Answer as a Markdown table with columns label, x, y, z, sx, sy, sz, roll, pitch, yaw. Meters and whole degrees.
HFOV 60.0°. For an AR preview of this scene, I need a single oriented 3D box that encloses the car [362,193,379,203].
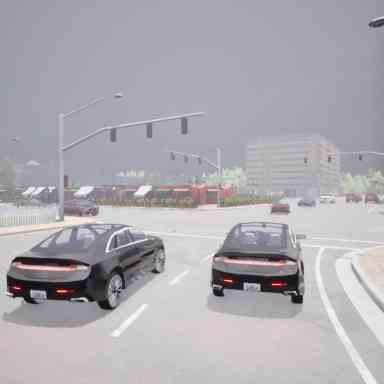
| label | x | y | z | sx | sy | sz | roll | pitch | yaw |
| --- | --- | --- | --- | --- | --- | --- | --- | --- | --- |
| car | 36.783 | 1.225 | 68.284 | 2.150 | 2.045 | 5.566 | 0 | 0 | 32 |

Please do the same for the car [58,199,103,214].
| label | x | y | z | sx | sy | sz | roll | pitch | yaw |
| --- | --- | --- | --- | --- | --- | --- | --- | --- | --- |
| car | -12.635 | 1.547 | 37.527 | 4.902 | 1.511 | 2.128 | 0 | 0 | 32 |

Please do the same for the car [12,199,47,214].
| label | x | y | z | sx | sy | sz | roll | pitch | yaw |
| --- | --- | --- | --- | --- | --- | --- | --- | --- | --- |
| car | -18.187 | 1.619 | 36.866 | 4.181 | 1.385 | 1.994 | 0 | 0 | 32 |

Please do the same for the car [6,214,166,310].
| label | x | y | z | sx | sy | sz | roll | pitch | yaw |
| --- | --- | --- | --- | --- | --- | --- | --- | --- | --- |
| car | -2.053 | 1.492 | 7.909 | 2.128 | 1.511 | 4.902 | 0 | 0 | 12 |

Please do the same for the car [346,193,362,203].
| label | x | y | z | sx | sy | sz | roll | pitch | yaw |
| --- | --- | --- | --- | --- | --- | --- | --- | --- | --- |
| car | 33.993 | 1.225 | 70.429 | 2.150 | 2.045 | 5.566 | 0 | 0 | 32 |

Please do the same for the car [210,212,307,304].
| label | x | y | z | sx | sy | sz | roll | pitch | yaw |
| --- | --- | --- | --- | --- | --- | --- | --- | --- | --- |
| car | 1.764 | 1.492 | 8.294 | 2.128 | 1.511 | 4.902 | 0 | 0 | 16 |

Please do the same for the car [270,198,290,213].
| label | x | y | z | sx | sy | sz | roll | pitch | yaw |
| --- | --- | --- | --- | --- | --- | --- | --- | --- | --- |
| car | 9.224 | 1.644 | 34.940 | 1.895 | 1.301 | 4.718 | 0 | 0 | 16 |

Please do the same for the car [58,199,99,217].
| label | x | y | z | sx | sy | sz | roll | pitch | yaw |
| --- | --- | --- | --- | --- | --- | --- | --- | --- | --- |
| car | -11.065 | 1.619 | 32.404 | 4.181 | 1.385 | 1.994 | 0 | 0 | 32 |

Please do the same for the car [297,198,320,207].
| label | x | y | z | sx | sy | sz | roll | pitch | yaw |
| --- | --- | --- | --- | --- | --- | --- | --- | --- | --- |
| car | 17.410 | 1.547 | 50.278 | 2.033 | 1.411 | 5.357 | 0 | 0 | 32 |

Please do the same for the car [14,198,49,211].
| label | x | y | z | sx | sy | sz | roll | pitch | yaw |
| --- | --- | --- | --- | --- | --- | --- | --- | --- | --- |
| car | -20.445 | 1.581 | 42.404 | 4.674 | 1.442 | 1.812 | 0 | 0 | 32 |

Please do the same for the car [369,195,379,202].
| label | x | y | z | sx | sy | sz | roll | pitch | yaw |
| --- | --- | --- | --- | --- | --- | --- | --- | --- | --- |
| car | 42.319 | 1.524 | 77.306 | 1.812 | 1.442 | 4.674 | 0 | 0 | 32 |

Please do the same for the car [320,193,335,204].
| label | x | y | z | sx | sy | sz | roll | pitch | yaw |
| --- | --- | --- | --- | --- | --- | --- | --- | --- | --- |
| car | 26.230 | 1.221 | 64.471 | 2.150 | 2.045 | 5.566 | 0 | 0 | 32 |

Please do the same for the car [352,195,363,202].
| label | x | y | z | sx | sy | sz | roll | pitch | yaw |
| --- | --- | --- | --- | --- | --- | --- | --- | --- | --- |
| car | 39.554 | 1.540 | 79.492 | 2.033 | 1.411 | 5.357 | 0 | 0 | 32 |
